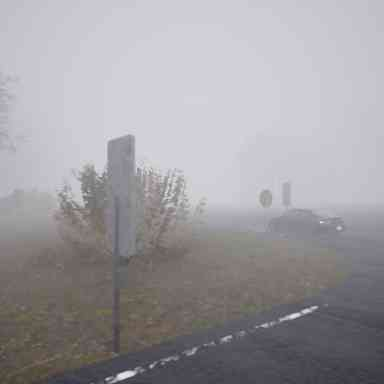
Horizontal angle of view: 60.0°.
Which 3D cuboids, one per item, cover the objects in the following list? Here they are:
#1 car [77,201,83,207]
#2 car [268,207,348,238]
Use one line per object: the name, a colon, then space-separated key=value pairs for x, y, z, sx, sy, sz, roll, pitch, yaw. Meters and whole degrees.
car: x=-17.721 y=2.058 z=50.691 sx=1.994 sy=1.385 sz=4.181 roll=1 pitch=-1 yaw=-35
car: x=5.945 y=1.545 z=17.626 sx=1.812 sy=1.442 sz=4.674 roll=-2 pitch=0 yaw=-24
